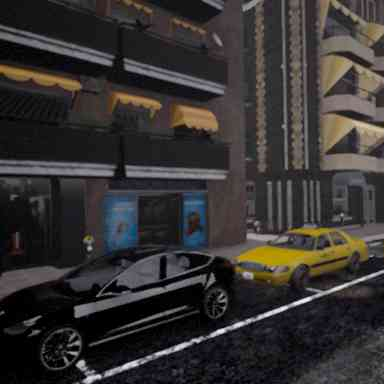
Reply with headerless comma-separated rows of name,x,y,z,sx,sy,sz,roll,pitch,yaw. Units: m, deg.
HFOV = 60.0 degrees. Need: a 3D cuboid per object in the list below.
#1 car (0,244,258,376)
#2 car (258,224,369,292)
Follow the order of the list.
car,-1.070,1.675,5.829,4.313,1.339,1.947,0,-1,-39
car,3.189,1.615,9.277,4.829,1.417,1.752,0,-1,-39
